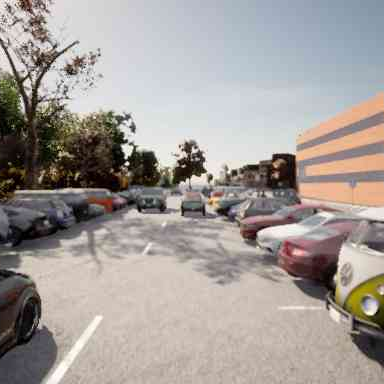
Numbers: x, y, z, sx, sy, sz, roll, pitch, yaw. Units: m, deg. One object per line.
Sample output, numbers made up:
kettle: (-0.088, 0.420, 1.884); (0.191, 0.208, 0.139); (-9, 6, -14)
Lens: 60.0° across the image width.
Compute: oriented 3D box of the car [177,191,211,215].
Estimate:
car: (0.095, 0.959, 26.207); (2.128, 1.511, 4.902); (0, 1, 0)

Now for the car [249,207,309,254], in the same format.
car: (4.416, 1.371, 10.639); (4.674, 1.452, 2.002); (0, 1, 0)

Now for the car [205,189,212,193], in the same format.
car: (4.224, 0.770, 33.237); (5.366, 1.575, 1.946); (0, 1, 0)

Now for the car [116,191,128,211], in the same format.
car: (-8.163, 0.917, 27.395); (5.008, 1.535, 2.097); (0, 1, 0)

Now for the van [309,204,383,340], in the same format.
van: (4.297, 1.216, 4.844); (4.442, 1.987, 1.878); (0, 1, 0)

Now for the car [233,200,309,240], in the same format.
car: (4.418, 1.261, 13.463); (5.008, 1.535, 2.097); (0, 1, 0)

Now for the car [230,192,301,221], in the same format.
car: (4.381, 1.066, 16.285); (4.553, 1.767, 2.185); (0, 1, 0)

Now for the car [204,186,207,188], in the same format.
car: (4.413, 0.283, 53.010); (5.008, 1.535, 2.097); (0, 1, 0)

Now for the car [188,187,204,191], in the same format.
car: (0.094, 0.414, 42.621); (2.097, 1.767, 4.553); (0, 1, 0)

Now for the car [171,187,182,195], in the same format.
car: (-3.260, -0.297, 69.445); (2.097, 1.767, 4.553); (0, 2, 0)

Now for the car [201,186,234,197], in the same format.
car: (4.435, -0.115, 58.654); (5.566, 2.045, 2.435); (0, 2, 0)

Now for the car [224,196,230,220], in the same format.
car: (4.409, 1.162, 19.114); (4.674, 1.452, 2.002); (0, 1, 0)

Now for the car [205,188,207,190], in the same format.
car: (4.406, 0.535, 44.537); (4.674, 1.452, 2.002); (0, 1, 0)

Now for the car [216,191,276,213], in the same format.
car: (4.380, 0.787, 27.584); (4.553, 1.767, 2.185); (0, 1, 0)

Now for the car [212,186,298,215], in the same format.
car: (4.383, 0.801, 21.931); (5.566, 2.045, 2.435); (0, 1, 0)

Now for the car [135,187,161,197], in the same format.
car: (-8.104, -0.069, 61.398); (4.553, 1.767, 2.185); (0, 1, 0)

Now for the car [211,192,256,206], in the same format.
car: (4.412, 0.744, 36.063); (4.674, 1.452, 2.002); (0, 1, 0)

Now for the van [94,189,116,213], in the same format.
van: (-8.273, 0.758, 24.693); (4.442, 1.987, 1.878); (0, 1, 0)

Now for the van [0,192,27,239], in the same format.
van: (-8.041, 1.107, 10.576); (4.442, 1.987, 1.878); (0, 1, 0)

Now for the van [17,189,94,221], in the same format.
van: (-8.276, 0.898, 19.045); (4.442, 1.987, 1.878); (0, 1, 0)

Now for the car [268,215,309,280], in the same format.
car: (4.411, 1.436, 7.805); (4.674, 1.452, 2.002); (0, 1, 0)

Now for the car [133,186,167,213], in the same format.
car: (-3.354, 0.626, 28.732); (2.150, 2.045, 5.566); (0, 1, 0)

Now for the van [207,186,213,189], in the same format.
van: (4.292, 0.408, 38.881); (4.442, 1.987, 1.878); (0, 1, 0)

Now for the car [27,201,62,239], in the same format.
car: (-8.190, 1.292, 13.408); (4.792, 1.488, 2.163); (0, 2, 0)

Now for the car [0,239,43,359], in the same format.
car: (-3.334, 1.537, 3.498); (1.994, 1.385, 4.181); (0, 0, 0)

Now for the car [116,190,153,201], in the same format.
car: (-8.157, 0.428, 47.279); (4.892, 1.521, 2.231); (0, 1, 0)

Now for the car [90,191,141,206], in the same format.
car: (-8.163, 0.708, 35.863); (5.008, 1.535, 2.097); (0, 1, 0)

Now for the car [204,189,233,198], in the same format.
car: (4.410, 0.250, 55.838); (4.674, 1.452, 2.002); (0, 1, 0)

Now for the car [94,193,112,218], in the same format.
car: (-8.164, 1.055, 21.874); (4.892, 1.521, 2.231); (0, 1, 0)

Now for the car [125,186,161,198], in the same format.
car: (-8.138, -0.036, 55.617); (5.566, 2.045, 2.435); (0, 1, 0)

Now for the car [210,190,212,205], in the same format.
car: (4.596, 0.840, 30.412); (5.366, 1.575, 1.946); (0, 1, 0)

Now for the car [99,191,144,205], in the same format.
car: (-8.188, 0.665, 38.811); (4.792, 1.488, 2.163); (0, 1, 0)

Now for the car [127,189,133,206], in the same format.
car: (-8.153, 0.778, 33.040); (5.008, 1.535, 2.097); (0, 1, 0)

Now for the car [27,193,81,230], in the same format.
car: (-8.127, 1.070, 16.101); (4.553, 1.767, 2.185); (0, 1, 0)
